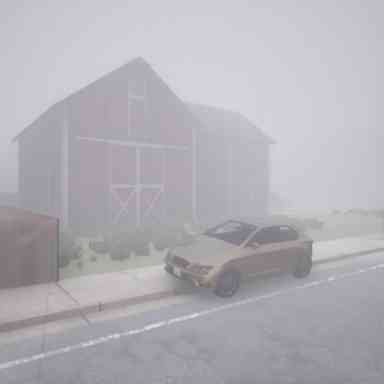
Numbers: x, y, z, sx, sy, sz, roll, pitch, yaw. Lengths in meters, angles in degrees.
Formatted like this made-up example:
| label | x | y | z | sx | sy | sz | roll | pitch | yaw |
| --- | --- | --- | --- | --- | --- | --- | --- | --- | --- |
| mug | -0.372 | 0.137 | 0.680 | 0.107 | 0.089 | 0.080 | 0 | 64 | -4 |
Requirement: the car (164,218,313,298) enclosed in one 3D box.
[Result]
| label | x | y | z | sx | sy | sz | roll | pitch | yaw |
| --- | --- | --- | --- | --- | --- | --- | --- | --- | --- |
| car | 1.341 | 1.453 | 8.476 | 4.193 | 1.474 | 1.816 | 0 | 6 | -38 |

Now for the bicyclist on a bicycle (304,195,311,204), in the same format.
| label | x | y | z | sx | sy | sz | roll | pitch | yaw |
| --- | --- | --- | --- | --- | --- | --- | --- | --- | --- |
| bicyclist on a bicycle | 22.136 | 1.470 | 63.836 | 1.656 | 1.620 | 0.582 | 0 | 0 | -11 |

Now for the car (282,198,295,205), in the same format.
| label | x | y | z | sx | sy | sz | roll | pitch | yaw |
| --- | --- | --- | --- | --- | --- | --- | --- | --- | --- |
| car | 16.112 | 1.661 | 58.494 | 1.895 | 1.301 | 4.718 | 0 | 0 | -13 |

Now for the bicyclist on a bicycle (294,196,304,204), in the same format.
| label | x | y | z | sx | sy | sz | roll | pitch | yaw |
| --- | --- | --- | --- | --- | --- | --- | --- | --- | --- |
| bicyclist on a bicycle | 20.100 | 1.506 | 63.845 | 1.656 | 1.620 | 0.582 | 0 | 0 | -10 |
